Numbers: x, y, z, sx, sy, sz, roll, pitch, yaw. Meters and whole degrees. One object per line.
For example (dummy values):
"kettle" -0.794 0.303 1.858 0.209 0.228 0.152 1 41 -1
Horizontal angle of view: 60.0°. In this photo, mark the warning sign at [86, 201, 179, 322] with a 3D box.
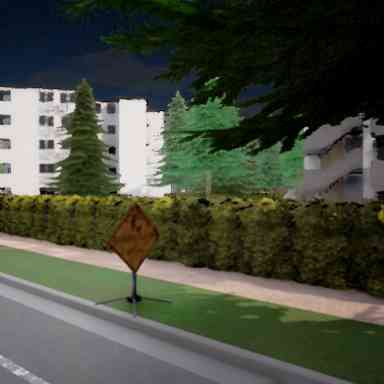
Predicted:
"warning sign" -1.061 1.116 6.073 1.060 1.860 1.300 0 0 37
